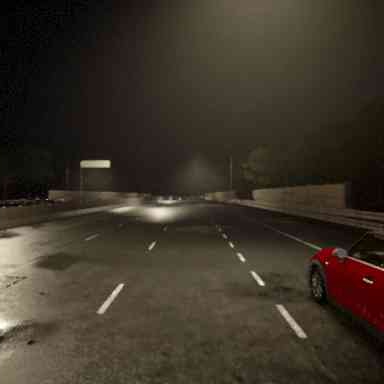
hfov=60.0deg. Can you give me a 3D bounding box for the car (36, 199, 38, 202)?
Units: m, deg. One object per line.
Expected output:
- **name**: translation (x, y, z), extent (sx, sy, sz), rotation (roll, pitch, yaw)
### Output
- **car**: translation (-27.941, 1.581, 58.561), extent (2.128, 1.511, 4.902), rotation (0, 0, 1)

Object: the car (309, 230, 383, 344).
- **car**: translation (3.605, 1.391, 5.471), extent (2.097, 1.767, 4.553), rotation (0, 0, 0)

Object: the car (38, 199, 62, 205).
- **car**: translation (-24.476, 1.945, 58.554), extent (2.128, 1.511, 4.902), rotation (0, 0, 0)
